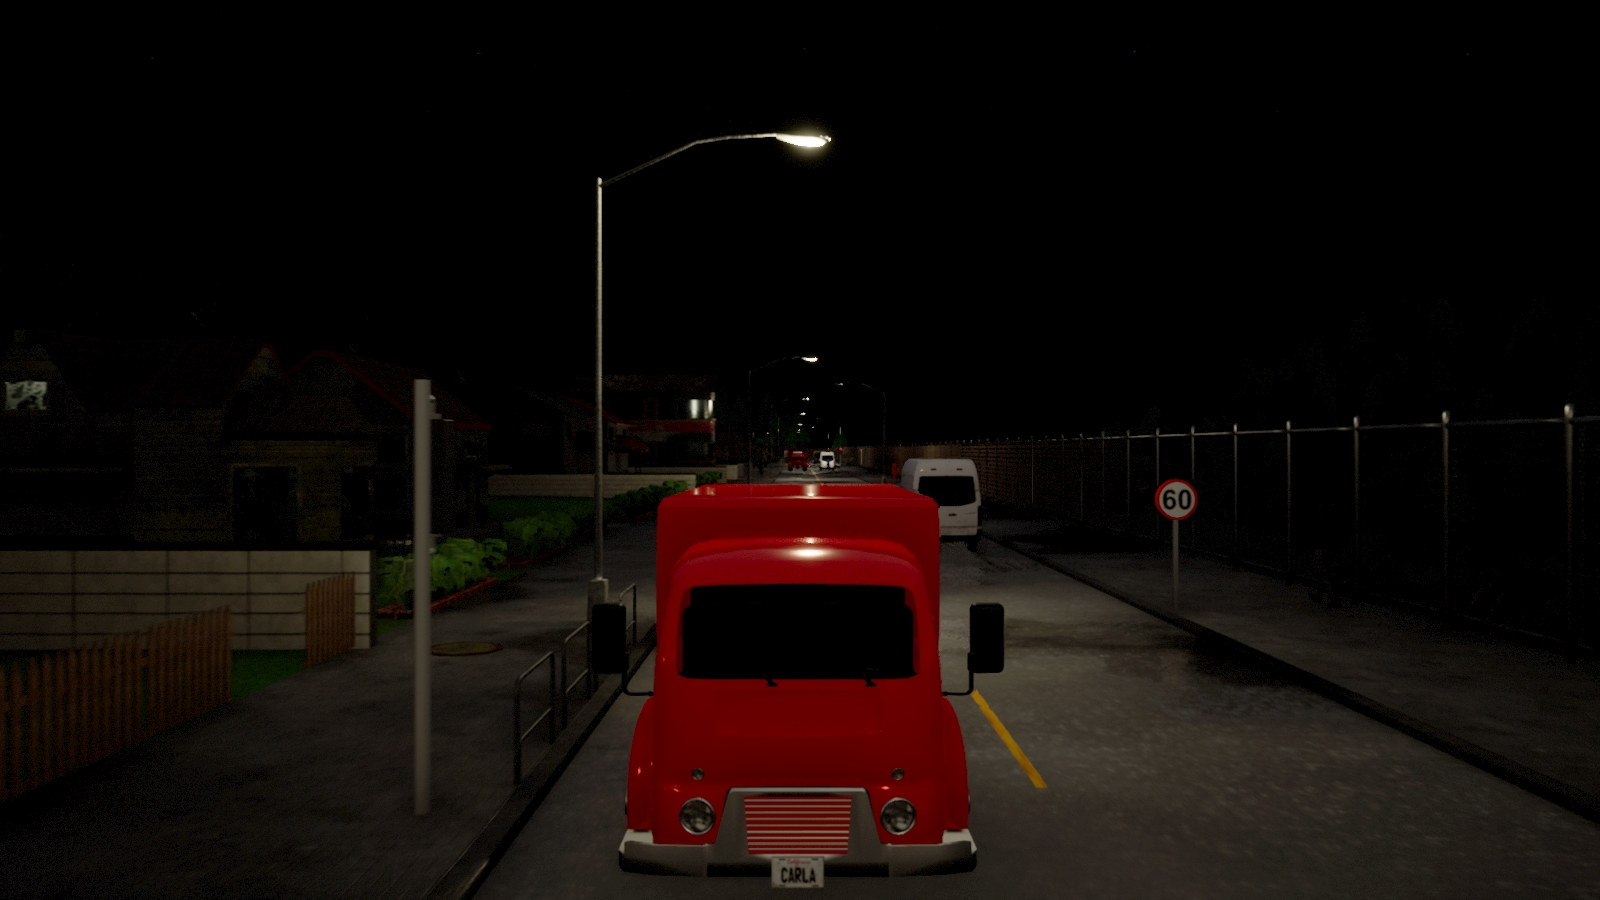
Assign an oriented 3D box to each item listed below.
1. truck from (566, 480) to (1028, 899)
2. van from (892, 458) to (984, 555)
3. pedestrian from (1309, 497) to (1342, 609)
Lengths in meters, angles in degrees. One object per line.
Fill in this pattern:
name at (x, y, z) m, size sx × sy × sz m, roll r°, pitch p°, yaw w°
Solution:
truck at (-0.020, 1.561, 9.113) m, size 2.627 × 2.467 × 5.204 m, roll 0°, pitch 0°, yaw 0°
van at (3.936, 1.533, 33.605) m, size 1.988 × 2.561 × 5.915 m, roll 0°, pitch 0°, yaw 0°
pedestrian at (8.907, 1.744, 19.389) m, size 0.375 × 1.860 × 0.375 m, roll 0°, pitch 0°, yaw -4°
